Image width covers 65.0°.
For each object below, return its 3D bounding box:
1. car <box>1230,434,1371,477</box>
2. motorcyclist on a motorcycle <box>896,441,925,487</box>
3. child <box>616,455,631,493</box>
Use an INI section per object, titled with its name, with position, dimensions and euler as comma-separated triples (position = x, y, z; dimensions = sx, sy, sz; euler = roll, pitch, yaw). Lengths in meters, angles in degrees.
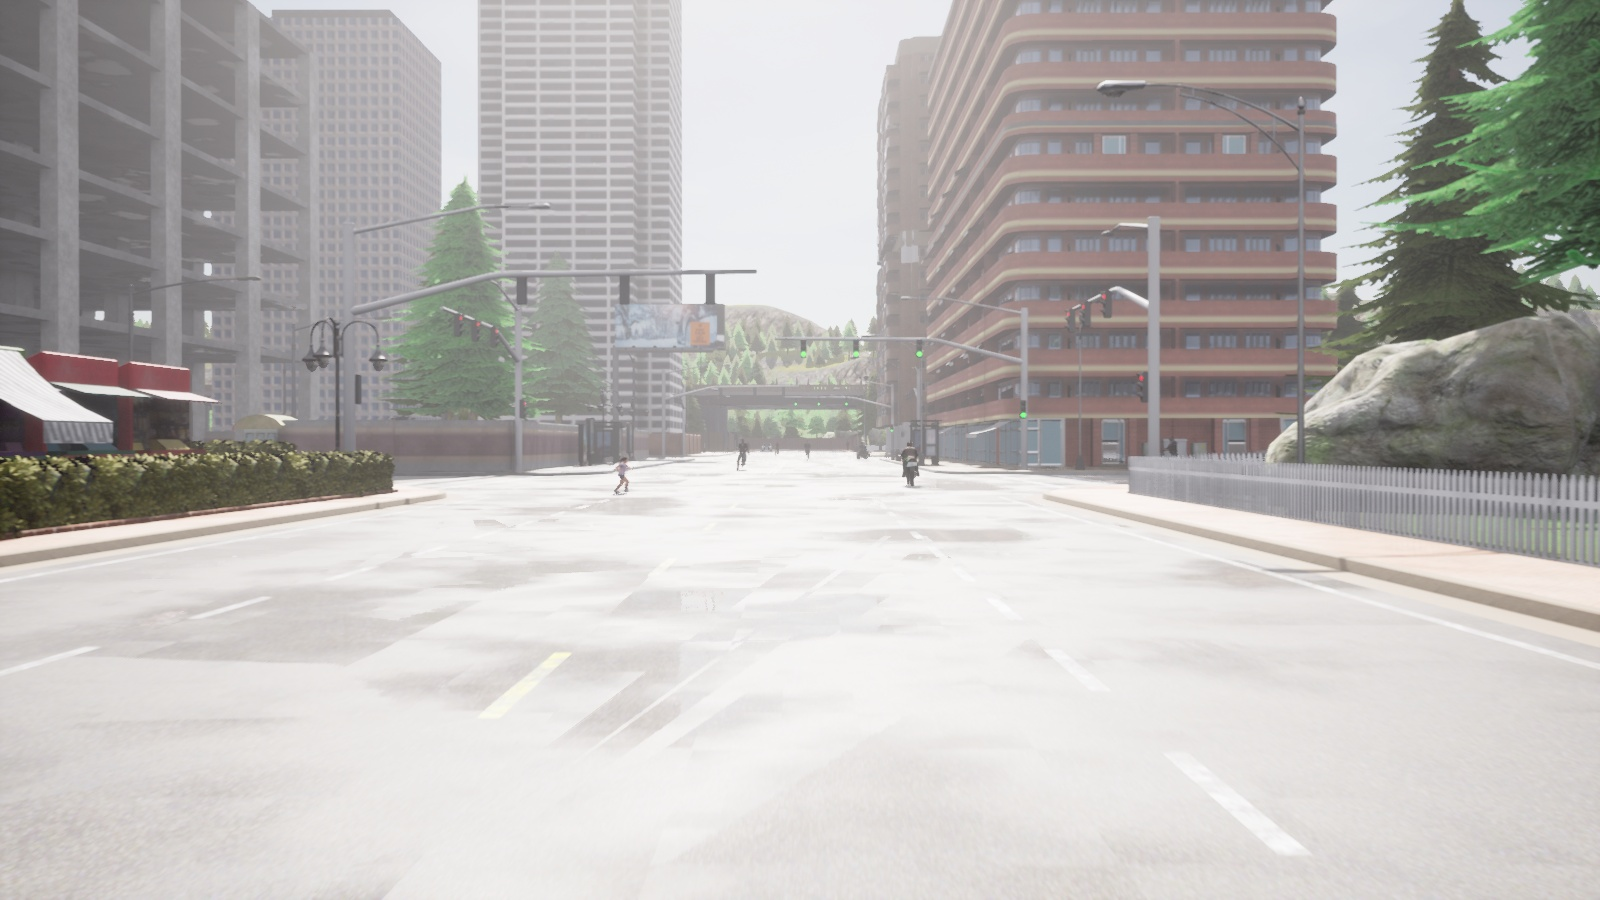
[car]
position = 19.968, 0.203, 50.100
dimensions = 5.027, 1.651, 2.152
euler = 0, 0, -19
[motorcyclist on a motorcycle]
position = 3.762, 0.474, 42.895
dimensions = 0.797, 1.523, 2.044
euler = 0, 1, 0
[child]
position = -5.087, 0.687, 36.188
dimensions = 0.394, 1.110, 0.255
euler = 0, 0, 7
